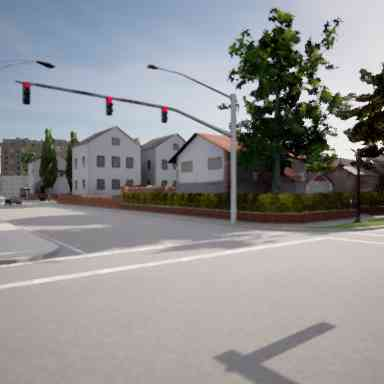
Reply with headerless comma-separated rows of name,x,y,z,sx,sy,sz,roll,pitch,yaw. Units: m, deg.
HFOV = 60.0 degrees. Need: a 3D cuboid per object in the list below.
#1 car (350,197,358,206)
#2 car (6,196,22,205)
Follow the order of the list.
car,16.648,0.887,37.392,1.970,1.475,3.806,-1,0,-36
car,-29.357,1.422,54.776,2.033,1.411,5.357,-1,0,-37
